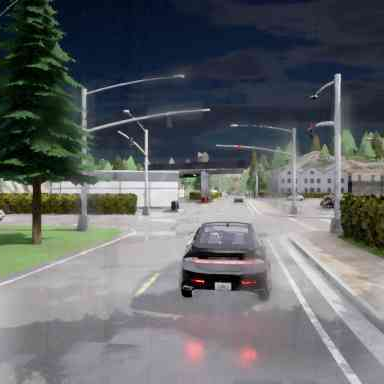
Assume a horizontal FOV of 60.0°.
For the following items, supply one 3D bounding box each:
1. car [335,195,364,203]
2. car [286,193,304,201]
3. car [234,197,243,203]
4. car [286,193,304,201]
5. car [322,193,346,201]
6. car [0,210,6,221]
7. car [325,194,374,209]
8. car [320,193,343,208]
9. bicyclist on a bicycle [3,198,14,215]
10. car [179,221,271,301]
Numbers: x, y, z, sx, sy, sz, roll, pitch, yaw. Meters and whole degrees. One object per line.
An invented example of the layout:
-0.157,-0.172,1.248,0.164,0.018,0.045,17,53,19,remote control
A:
29.373,1.298,62.291,4.514,1.523,2.007,0,0,8,car
24.474,1.077,78.876,3.866,1.878,1.905,0,0,8,car
9.478,1.601,67.403,1.895,1.301,4.718,0,0,8,car
23.406,1.361,75.668,3.806,1.475,1.970,0,0,8,car
31.809,1.097,74.528,4.605,1.855,1.932,0,0,8,car
-16.566,1.526,25.214,4.674,1.442,1.812,0,0,8,car
18.312,1.339,38.623,4.514,1.523,2.007,0,0,8,car
18.696,1.330,41.736,5.027,1.636,2.152,0,0,8,car
-17.942,1.453,32.551,0.582,1.620,1.656,0,0,7,bicyclist on a bicycle
0.890,1.492,8.417,2.128,1.511,4.902,0,0,8,car
